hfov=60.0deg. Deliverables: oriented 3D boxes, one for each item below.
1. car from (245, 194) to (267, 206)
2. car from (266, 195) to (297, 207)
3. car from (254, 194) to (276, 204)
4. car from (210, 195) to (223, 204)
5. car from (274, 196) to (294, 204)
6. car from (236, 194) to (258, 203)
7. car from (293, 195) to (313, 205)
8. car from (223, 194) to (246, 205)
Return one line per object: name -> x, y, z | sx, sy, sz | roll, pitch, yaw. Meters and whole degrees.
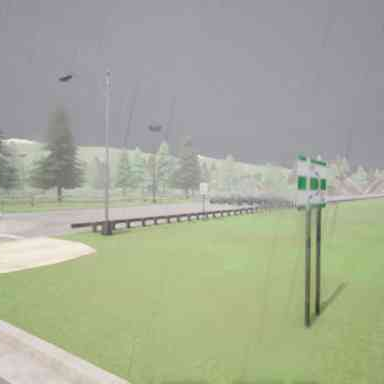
car -> 10.137, 1.266, 49.076 | 1.837, 1.490, 4.892 | 1, 0, 35
car -> 12.497, 1.308, 46.358 | 1.837, 1.490, 4.892 | 1, 0, 35
car -> 13.104, 1.210, 59.510 | 2.128, 1.511, 4.902 | 1, 0, 35
car -> 4.572, 1.241, 53.320 | 1.994, 1.385, 4.181 | 1, 0, 35
car -> 15.988, 1.362, 57.528 | 1.895, 1.301, 4.718 | 1, 0, 35
car -> 10.238, 1.154, 61.517 | 1.882, 1.535, 5.008 | 1, 0, 35
car -> 18.363, 1.308, 54.817 | 1.837, 1.490, 4.892 | 1, 0, 35
car -> 7.269, 1.211, 51.082 | 2.128, 1.511, 4.902 | 1, 0, 35
